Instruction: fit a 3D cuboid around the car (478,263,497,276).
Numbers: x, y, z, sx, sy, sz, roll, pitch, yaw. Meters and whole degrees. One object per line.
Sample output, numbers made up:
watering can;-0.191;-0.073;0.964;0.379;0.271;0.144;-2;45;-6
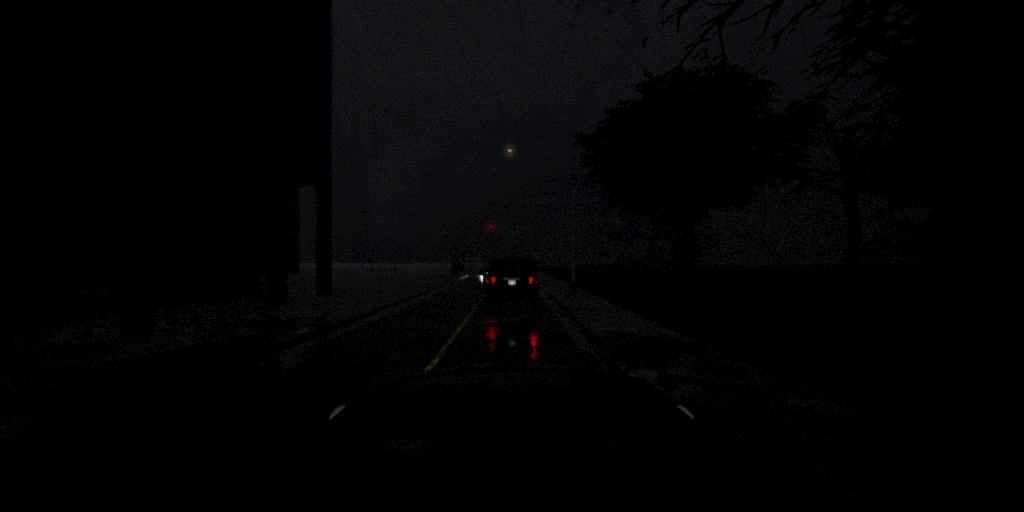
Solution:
car;-2.994;1.662;45.603;2.033;1.411;5.357;0;0;0

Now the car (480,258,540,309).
car;0.004;1.090;15.863;2.150;2.045;5.566;0;0;0
